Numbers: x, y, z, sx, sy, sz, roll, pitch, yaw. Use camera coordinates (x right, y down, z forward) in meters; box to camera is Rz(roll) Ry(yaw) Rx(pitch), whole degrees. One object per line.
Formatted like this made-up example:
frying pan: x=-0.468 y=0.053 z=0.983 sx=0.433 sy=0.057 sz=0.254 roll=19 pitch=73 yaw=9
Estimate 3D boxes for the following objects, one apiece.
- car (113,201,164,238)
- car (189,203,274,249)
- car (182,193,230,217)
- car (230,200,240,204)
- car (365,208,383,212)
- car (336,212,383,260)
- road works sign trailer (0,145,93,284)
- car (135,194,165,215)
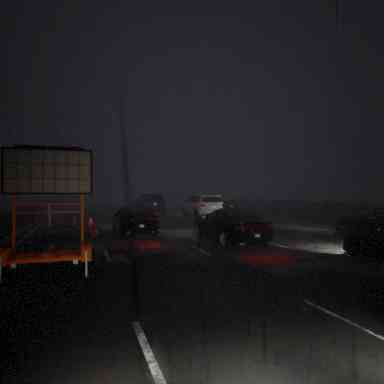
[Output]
car: x=-3.163 y=1.477 z=18.055 sx=1.882 sy=1.535 sz=5.008 roll=0 pitch=0 yaw=-19
car: x=1.650 y=1.477 z=14.714 sx=1.882 sy=1.535 sz=5.008 roll=0 pitch=0 yaw=-19
car: x=0.832 y=1.221 z=28.151 sx=2.150 sy=2.045 sz=5.566 roll=0 pitch=0 yaw=-19
car: x=3.231 y=1.490 z=32.000 sx=2.128 sy=1.511 sz=4.902 roll=0 pitch=0 yaw=-19
car: x=8.843 y=1.491 z=15.282 sx=2.128 sy=1.511 sz=4.902 roll=0 pitch=0 yaw=-19
car: x=6.815 y=1.564 z=10.326 sx=1.994 sy=1.385 sz=4.181 roll=0 pitch=0 yaw=-19
road works sign trailer: x=-4.179 y=0.464 z=9.771 sx=2.380 sy=3.560 sz=2.880 roll=0 pitch=0 yaw=-19
car: x=-4.106 y=1.216 z=31.865 sx=2.150 sy=2.045 sz=5.566 roll=0 pitch=-1 yaw=-19
